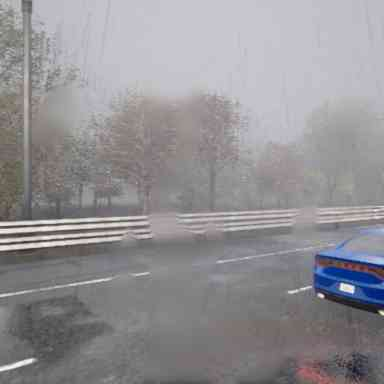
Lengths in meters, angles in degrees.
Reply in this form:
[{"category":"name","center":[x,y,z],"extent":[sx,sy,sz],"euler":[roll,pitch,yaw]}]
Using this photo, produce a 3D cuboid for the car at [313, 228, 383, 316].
[{"category":"car","center":[4.692,1.507,7.138],"extent":[5.008,1.535,1.882],"euler":[0,0,-35]}]
